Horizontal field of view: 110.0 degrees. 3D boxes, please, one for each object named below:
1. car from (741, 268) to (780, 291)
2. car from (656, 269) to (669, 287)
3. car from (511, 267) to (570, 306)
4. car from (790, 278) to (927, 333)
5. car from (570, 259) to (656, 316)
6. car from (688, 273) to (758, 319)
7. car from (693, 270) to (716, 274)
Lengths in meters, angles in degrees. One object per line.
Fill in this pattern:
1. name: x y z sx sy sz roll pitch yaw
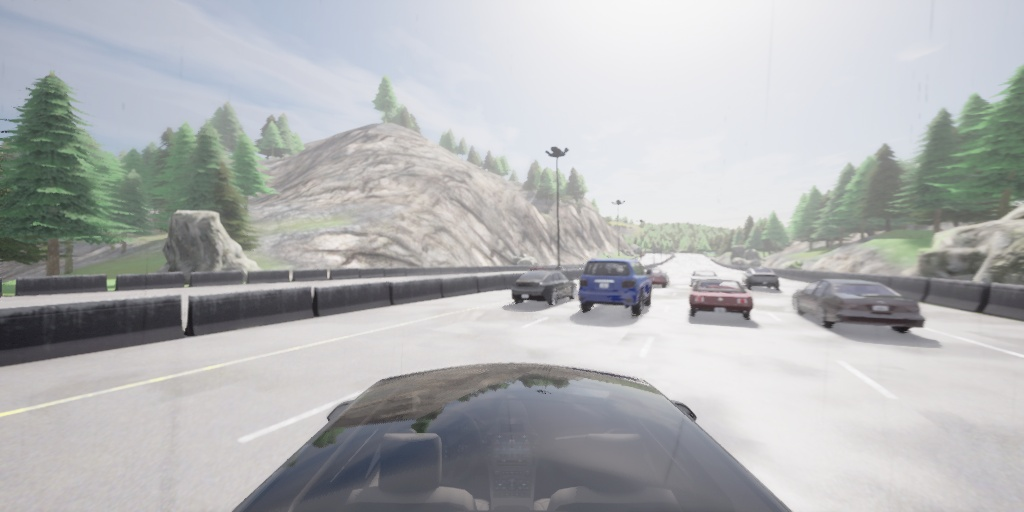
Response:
1. car: 17.757 1.617 25.778 2.128 1.511 4.902 0 -1 27
2. car: 11.494 1.719 28.903 1.994 1.385 4.181 0 -1 27
3. car: 1.643 1.444 17.032 1.837 1.490 4.892 0 0 27
4. car: 10.564 1.423 11.418 2.033 1.411 5.357 0 -1 27
5. car: 4.350 1.132 14.644 2.150 2.045 5.566 0 -1 27
6. car: 7.773 1.503 13.647 1.895 1.301 4.718 0 -1 27
7. car: 14.490 1.736 27.077 1.895 1.301 4.718 0 -1 27
